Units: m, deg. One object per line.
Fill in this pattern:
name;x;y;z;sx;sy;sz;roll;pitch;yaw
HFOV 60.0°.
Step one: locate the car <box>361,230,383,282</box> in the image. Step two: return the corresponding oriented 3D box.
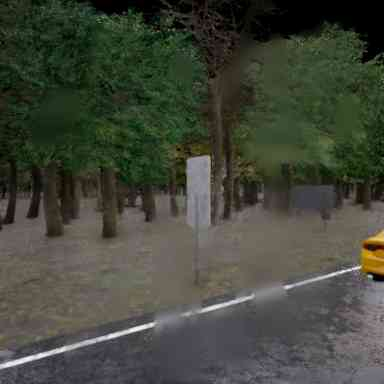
car;6.081;1.333;8.045;5.008;1.535;1.882;-1;1;-35
